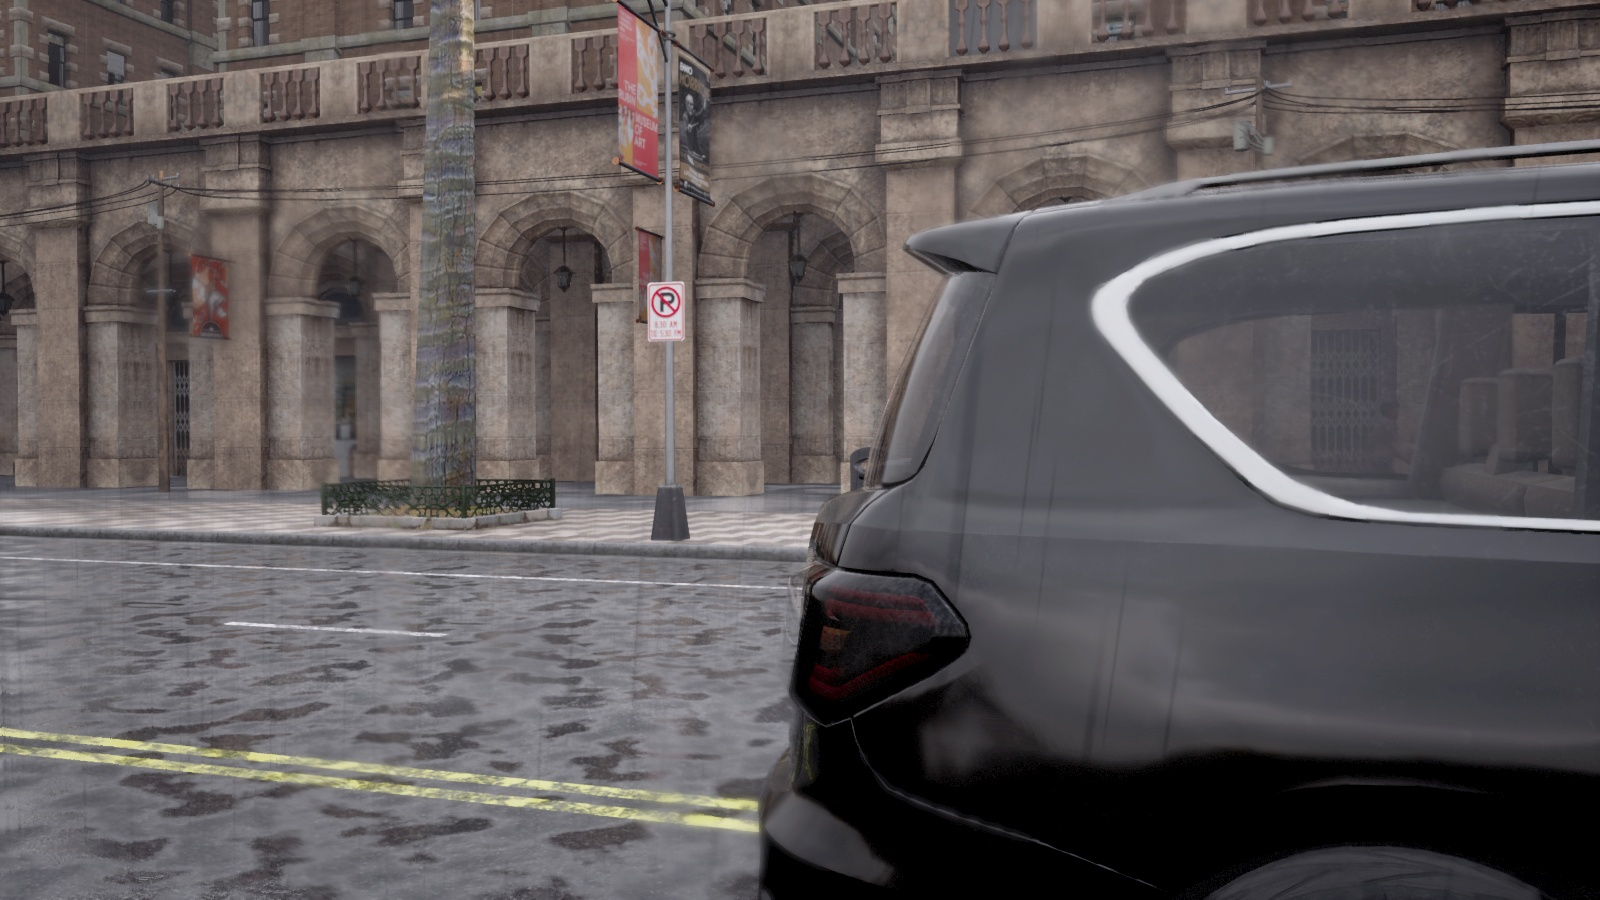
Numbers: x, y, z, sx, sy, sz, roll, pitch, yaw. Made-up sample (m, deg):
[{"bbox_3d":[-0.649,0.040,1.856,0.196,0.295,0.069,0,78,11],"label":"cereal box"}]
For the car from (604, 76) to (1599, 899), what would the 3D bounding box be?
[{"bbox_3d":[2.642,0.519,2.301,5.566,2.045,2.150,1,1,19],"label":"car"}]
